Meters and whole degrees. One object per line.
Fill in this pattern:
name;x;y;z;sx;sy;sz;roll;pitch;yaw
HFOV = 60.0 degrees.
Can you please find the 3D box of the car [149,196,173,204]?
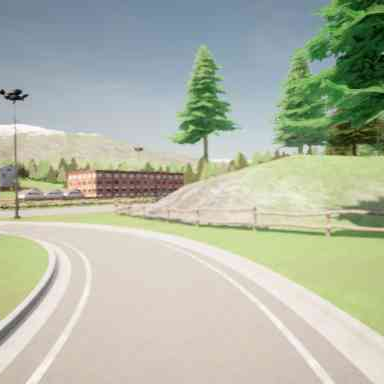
car;-6.895;1.683;69.802;1.837;1.490;4.892;-1;0;43
